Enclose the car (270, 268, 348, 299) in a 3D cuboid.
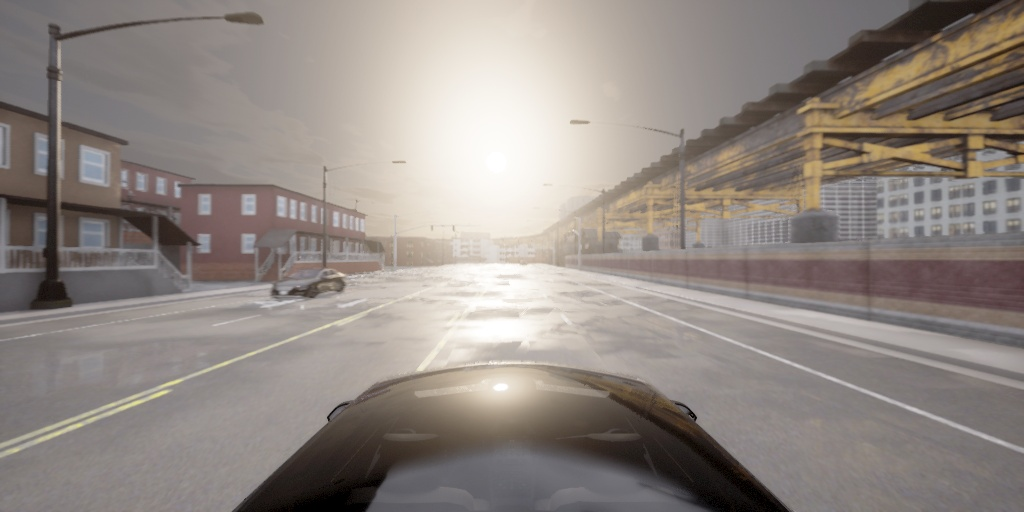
[{"bbox_3d":[-10.511,1.405,18.944,2.128,1.511,4.902,0,0,0],"label":"car"}]
